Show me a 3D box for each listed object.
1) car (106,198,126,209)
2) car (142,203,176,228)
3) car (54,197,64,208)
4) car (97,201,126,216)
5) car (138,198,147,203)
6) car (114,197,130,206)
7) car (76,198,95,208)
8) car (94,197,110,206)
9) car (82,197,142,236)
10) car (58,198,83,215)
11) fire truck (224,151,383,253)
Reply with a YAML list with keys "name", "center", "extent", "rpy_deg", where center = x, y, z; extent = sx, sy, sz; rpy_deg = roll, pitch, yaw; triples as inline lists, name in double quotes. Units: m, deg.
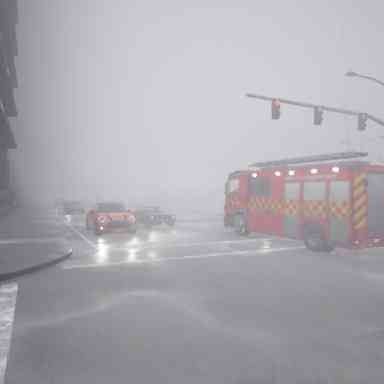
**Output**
- name: "car"
  center: [-11.213, 1.625, 48.687]
  extent: [1.882, 1.535, 5.008]
  rpy_deg: [1, 0, -25]
- name: "car"
  center: [-2.762, 1.669, 22.936]
  extent: [1.895, 1.301, 4.718]
  rpy_deg: [1, 0, -26]
- name: "car"
  center: [-19.750, 1.530, 50.135]
  extent: [1.812, 1.442, 4.674]
  rpy_deg: [1, 0, -26]
- name: "car"
  center: [-8.468, 1.690, 34.691]
  extent: [1.895, 1.301, 4.718]
  rpy_deg: [1, 0, -26]
- name: "car"
  center: [-8.133, 1.707, 50.362]
  extent: [1.812, 1.442, 4.674]
  rpy_deg: [1, 0, -25]
- name: "car"
  center: [-12.492, 1.723, 59.222]
  extent: [1.812, 1.442, 4.674]
  rpy_deg: [1, 0, -26]
- name: "car"
  center: [-16.603, 1.724, 51.663]
  extent: [2.033, 1.411, 5.357]
  rpy_deg: [1, 0, -26]
- name: "car"
  center: [-15.640, 1.668, 57.694]
  extent: [1.837, 1.490, 4.892]
  rpy_deg: [1, 0, -26]
- name: "car"
  center: [-4.646, 1.381, 18.800]
  extent: [2.097, 1.767, 4.553]
  rpy_deg: [1, 0, -26]
- name: "car"
  center: [-12.481, 1.606, 34.942]
  extent: [2.033, 1.411, 5.357]
  rpy_deg: [1, 0, -26]
- name: "fire truck"
  center: [4.870, 0.443, 15.580]
  extent: [2.891, 3.827, 8.468]
  rpy_deg: [1, 0, -26]
